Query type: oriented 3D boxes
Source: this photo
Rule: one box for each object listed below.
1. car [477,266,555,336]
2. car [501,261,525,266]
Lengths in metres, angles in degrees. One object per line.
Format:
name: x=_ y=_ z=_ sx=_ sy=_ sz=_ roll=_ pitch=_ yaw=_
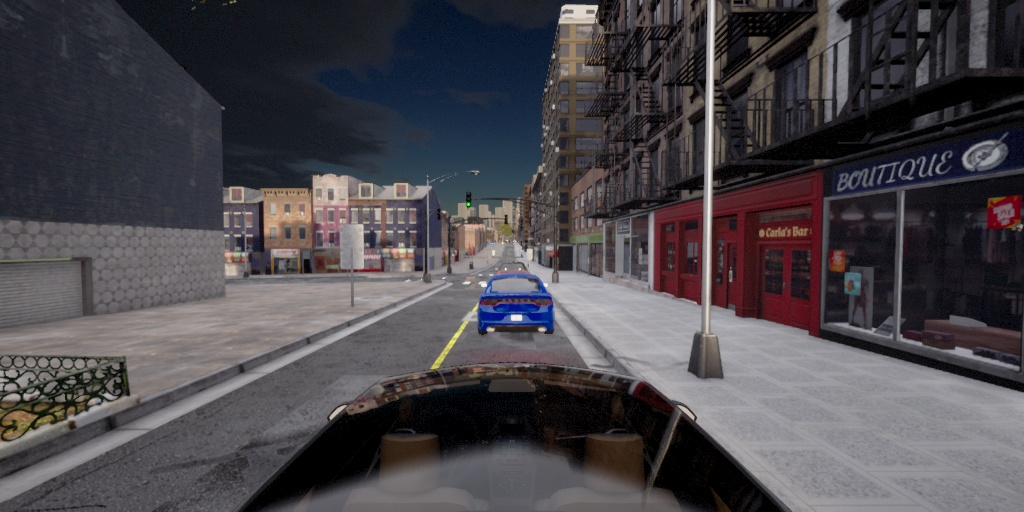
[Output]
car: x=0.086 y=1.227 z=10.473 sx=1.882 sy=1.535 sz=5.008 roll=0 pitch=0 yaw=0
car: x=0.035 y=1.105 z=21.645 sx=2.097 sy=1.767 sz=4.553 roll=0 pitch=0 yaw=-1
